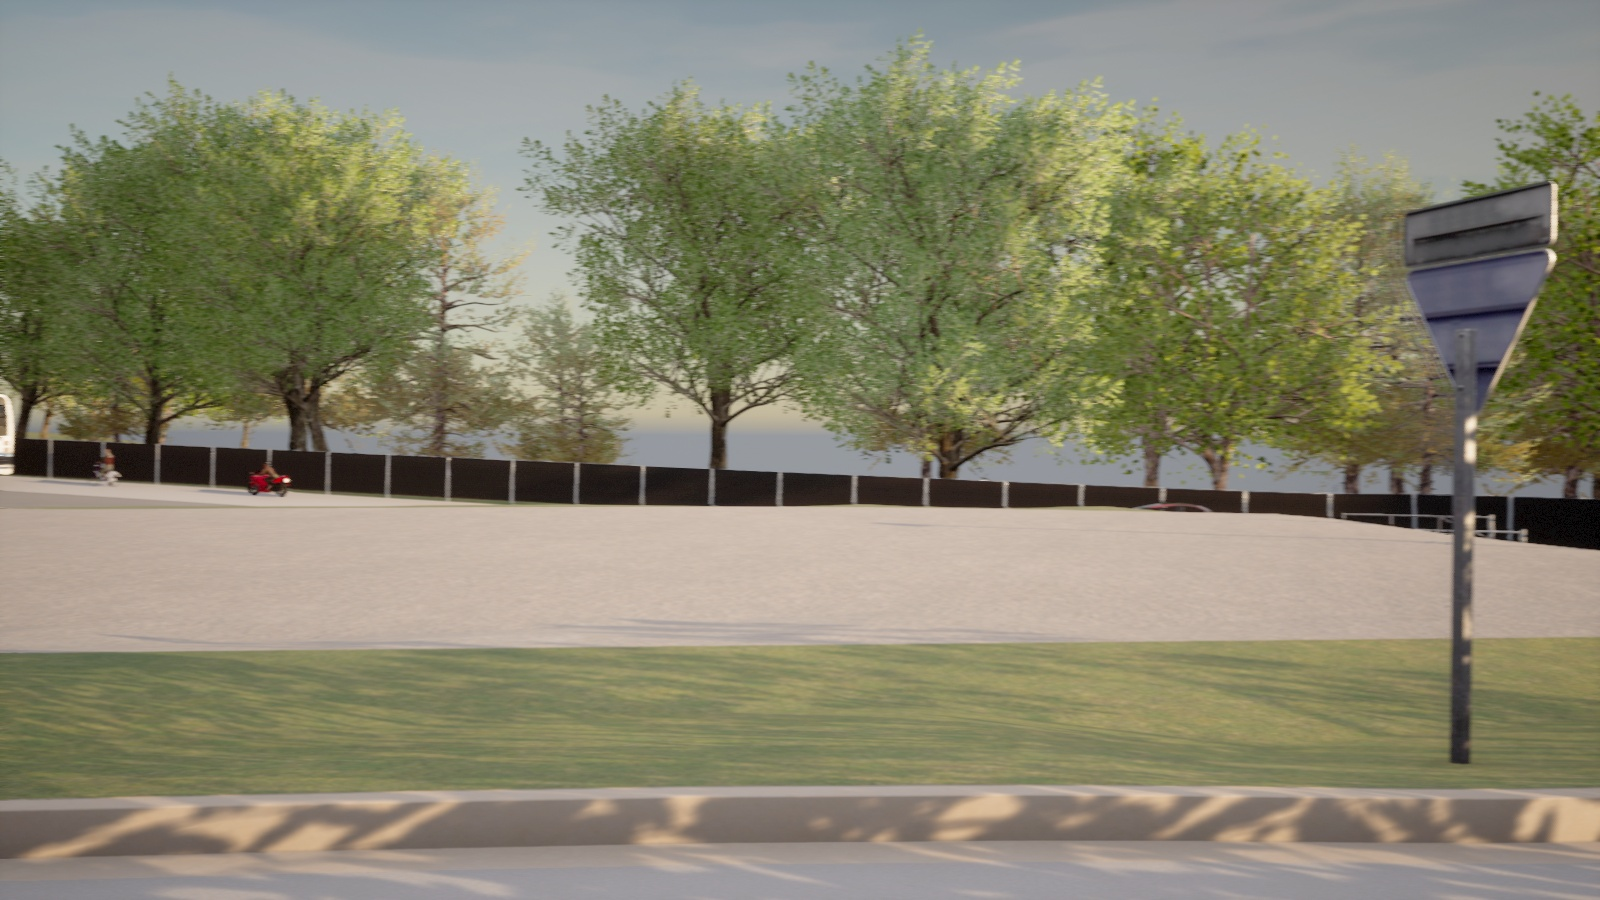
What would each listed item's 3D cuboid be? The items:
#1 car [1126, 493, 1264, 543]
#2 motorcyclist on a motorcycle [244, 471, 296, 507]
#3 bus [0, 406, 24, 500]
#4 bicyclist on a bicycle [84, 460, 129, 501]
[{"bbox_3d":[13.859,2.361,44.236,4.514,1.525,2.007,0,1,17],"label":"car"},{"bbox_3d":[-23.549,1.730,55.835,2.044,1.523,0.797,1,1,13],"label":"motorcyclist on a motorcycle"},{"bbox_3d":[-40.722,-0.060,59.631,10.273,4.253,3.944,3,2,43],"label":"bus"},{"bbox_3d":[-32.043,1.397,58.032,1.843,1.776,0.659,2,1,16],"label":"bicyclist on a bicycle"}]
